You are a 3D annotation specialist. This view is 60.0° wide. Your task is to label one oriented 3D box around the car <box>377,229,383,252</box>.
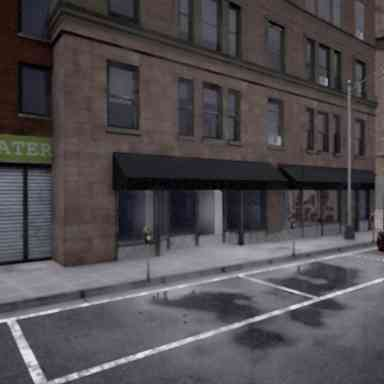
[{"bbox_3d":[9.035,1.646,13.172,4.507,1.381,1.887,0,-1,-36],"label":"car"}]
